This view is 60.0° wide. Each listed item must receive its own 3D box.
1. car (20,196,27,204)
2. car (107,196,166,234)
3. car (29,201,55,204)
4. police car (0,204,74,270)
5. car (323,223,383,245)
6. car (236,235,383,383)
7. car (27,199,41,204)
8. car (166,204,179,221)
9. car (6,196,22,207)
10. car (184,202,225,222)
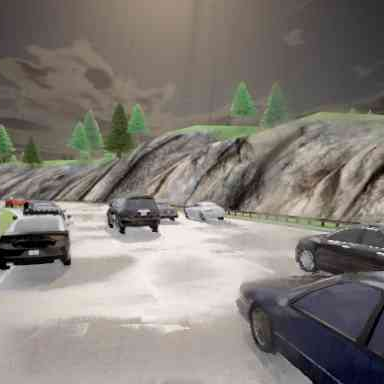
[{"bbox_3d":[-19.256,1.563,40.654,1.994,1.385,4.181,0,0,-36],"label":"car"},{"bbox_3d":[-3.585,1.223,19.692,2.150,2.045,5.566,0,0,-24],"label":"car"},{"bbox_3d":[-8.614,1.505,19.831,1.837,1.490,4.892,0,0,-24],"label":"car"},{"bbox_3d":[-5.137,1.425,11.360,1.930,1.638,5.238,0,0,-20],"label":"police car"},{"bbox_3d":[4.474,1.505,8.038,1.837,1.490,4.892,0,0,-17],"label":"car"},{"bbox_3d":[2.276,1.547,3.322,2.033,1.411,5.357,0,0,-16],"label":"car"},{"bbox_3d":[-11.026,1.478,24.842,1.882,1.535,5.008,0,0,-27],"label":"car"},{"bbox_3d":[-2.821,1.547,26.484,2.033,1.411,5.357,0,0,-26],"label":"car"},{"bbox_3d":[-26.441,1.351,50.032,2.097,1.767,4.553,0,0,-39],"label":"car"},{"bbox_3d":[0.947,1.525,26.610,1.812,1.442,4.674,0,0,-25],"label":"car"}]
